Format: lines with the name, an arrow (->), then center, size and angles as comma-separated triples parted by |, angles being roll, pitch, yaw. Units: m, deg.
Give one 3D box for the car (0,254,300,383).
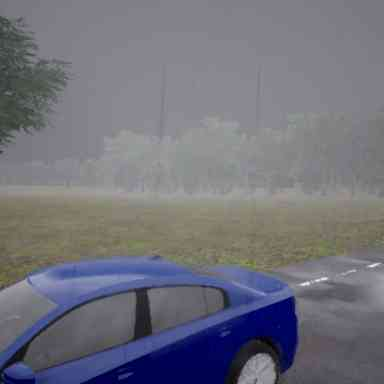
car -> -1.068, 1.472, 3.231 | 5.008, 1.535, 1.882 | 0, 0, -36
